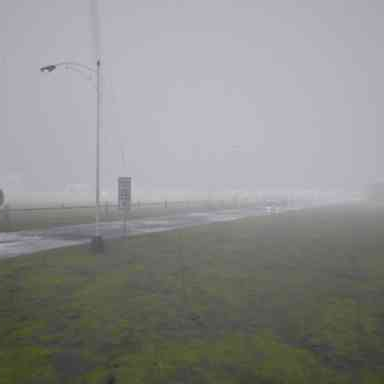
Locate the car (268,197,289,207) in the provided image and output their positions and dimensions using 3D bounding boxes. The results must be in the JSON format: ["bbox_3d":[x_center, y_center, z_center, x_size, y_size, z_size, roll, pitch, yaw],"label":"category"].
[{"bbox_3d":[13.224,1.500,50.506,2.033,1.411,5.357,1,0,33],"label":"car"}]
